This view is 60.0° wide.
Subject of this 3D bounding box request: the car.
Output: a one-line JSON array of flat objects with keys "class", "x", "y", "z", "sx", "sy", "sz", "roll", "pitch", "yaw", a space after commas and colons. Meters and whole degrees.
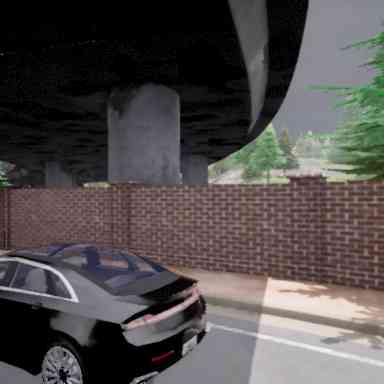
[{"class": "car", "x": -2.139, "y": 1.539, "z": 4.935, "sx": 4.902, "sy": 1.511, "sz": 2.128, "roll": -1, "pitch": 0, "yaw": 29}]
